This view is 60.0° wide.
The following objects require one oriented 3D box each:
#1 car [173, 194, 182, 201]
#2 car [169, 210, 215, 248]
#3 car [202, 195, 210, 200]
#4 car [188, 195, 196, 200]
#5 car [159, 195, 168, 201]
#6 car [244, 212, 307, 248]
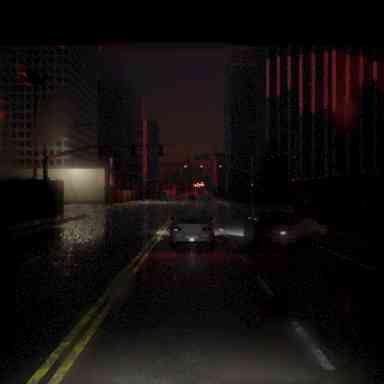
[{"bbox_3d":[-3.500,1.301,80.856,2.097,1.767,4.553,0,0,0],"label":"car"},{"bbox_3d":[0.000,1.531,14.650,1.812,1.442,4.674,0,0,0],"label":"car"},{"bbox_3d":[3.500,1.381,84.237,1.812,1.442,4.674,0,0,0],"label":"car"},{"bbox_3d":[0.000,1.396,84.237,2.033,1.411,5.357,0,0,0],"label":"car"},{"bbox_3d":[-7.000,1.471,80.824,2.128,1.511,4.902,0,0,0],"label":"car"},{"bbox_3d":[3.500,1.571,14.650,1.994,1.385,4.181,0,0,0],"label":"car"}]
